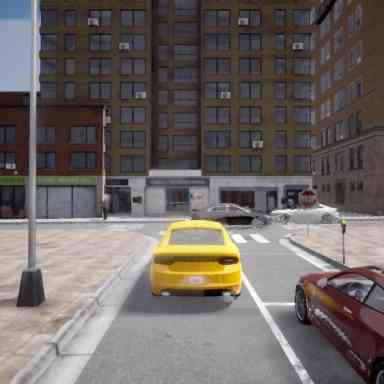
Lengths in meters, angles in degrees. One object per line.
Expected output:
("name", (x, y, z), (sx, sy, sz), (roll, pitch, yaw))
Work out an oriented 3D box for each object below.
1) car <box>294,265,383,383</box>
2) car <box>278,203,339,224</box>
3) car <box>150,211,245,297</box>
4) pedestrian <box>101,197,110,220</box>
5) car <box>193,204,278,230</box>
("car", (2.643, 1.583, 4.234), (1.802, 1.307, 4.206), (1, 0, 0))
("car", (7.839, 1.479, 23.349), (4.674, 1.442, 1.812), (-1, -1, 0))
("car", (0.109, 1.480, 8.650), (1.882, 1.535, 5.008), (0, 0, 1))
("pedestrian", (-6.866, 1.292, 26.301), (0.375, 1.860, 0.375), (0, -1, 0))
("car", (2.379, 1.469, 20.392), (4.902, 1.511, 2.128), (-1, 0, 0))
